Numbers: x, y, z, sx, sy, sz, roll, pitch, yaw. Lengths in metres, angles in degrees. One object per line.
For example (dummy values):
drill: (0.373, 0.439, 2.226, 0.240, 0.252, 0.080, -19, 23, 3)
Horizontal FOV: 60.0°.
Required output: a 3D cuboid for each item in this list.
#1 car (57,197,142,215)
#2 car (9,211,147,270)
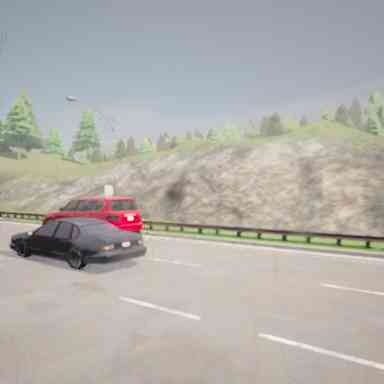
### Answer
car: (-4.857, 1.252, 16.039, 5.566, 2.045, 2.150, 0, 0, 35)
car: (-3.950, 1.570, 11.093, 5.357, 1.411, 2.033, 0, 0, 36)
